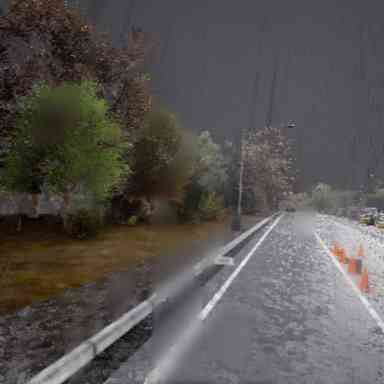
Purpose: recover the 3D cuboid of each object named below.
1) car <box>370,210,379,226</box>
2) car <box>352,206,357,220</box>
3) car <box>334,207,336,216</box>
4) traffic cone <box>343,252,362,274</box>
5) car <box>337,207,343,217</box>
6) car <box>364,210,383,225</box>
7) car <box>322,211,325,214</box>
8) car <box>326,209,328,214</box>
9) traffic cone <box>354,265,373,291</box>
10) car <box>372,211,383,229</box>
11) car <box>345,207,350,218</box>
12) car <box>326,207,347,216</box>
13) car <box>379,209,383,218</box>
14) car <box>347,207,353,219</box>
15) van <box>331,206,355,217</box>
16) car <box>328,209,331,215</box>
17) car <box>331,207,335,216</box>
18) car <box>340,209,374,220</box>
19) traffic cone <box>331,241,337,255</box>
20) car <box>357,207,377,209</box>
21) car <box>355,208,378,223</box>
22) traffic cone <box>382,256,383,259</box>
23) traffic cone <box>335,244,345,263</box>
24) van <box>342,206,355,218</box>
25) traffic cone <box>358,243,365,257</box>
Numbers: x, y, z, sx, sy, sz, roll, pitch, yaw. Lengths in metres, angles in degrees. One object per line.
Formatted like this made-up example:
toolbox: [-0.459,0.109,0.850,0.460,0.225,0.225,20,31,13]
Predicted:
car: [20.413,2.972,32.133,4.892,1.521,2.231,3,-1,17]
car: [23.613,3.166,42.766,4.553,1.767,2.185,3,-1,17]
car: [29.275,4.013,61.317,4.674,1.452,2.002,3,-2,17]
traffic cone: [5.227,2.353,10.871,0.340,0.580,0.340,3,-1,17]
car: [26.906,3.365,53.371,5.566,2.045,2.435,3,-1,17]
car: [21.209,3.052,34.792,4.892,1.521,2.231,3,-1,17]
car: [34.896,4.596,79.913,5.566,2.045,2.435,3,-2,17]
car: [33.299,4.638,74.588,4.674,1.452,2.002,3,-2,17]
traffic cone: [4.655,2.301,8.955,0.340,0.580,0.340,3,-1,17]
car: [19.423,2.879,29.535,5.366,1.575,1.946,3,-1,17]
car: [25.251,3.493,48.064,4.674,1.452,2.002,3,-1,17]
car: [35.749,4.851,82.542,4.553,1.767,2.185,3,-2,17]
car: [48.989,5.456,81.171,5.566,2.045,2.435,3,-2,17]
car: [24.439,3.373,45.412,5.008,1.535,2.097,3,-1,17]
van: [32.619,4.253,71.908,4.442,1.987,1.878,3,-2,17]
car: [31.695,4.348,69.280,5.008,1.535,2.097,3,-2,17]
car: [30.050,4.126,63.982,4.792,1.488,2.163,3,-2,17]
car: [27.690,3.754,55.996,4.792,1.488,2.163,3,-1,17]
traffic cone: [6.369,2.459,14.703,0.340,0.580,0.340,3,-1,17]
car: [22.806,3.085,40.111,4.553,1.767,2.185,3,-1,17]
car: [21.845,3.120,37.499,5.366,1.575,1.946,3,-1,17]
traffic cone: [8.279,2.553,14.131,0.340,0.580,0.340,3,-1,17]
traffic cone: [5.798,2.406,12.787,0.340,0.580,0.340,3,-1,17]
van: [25.959,3.303,50.758,4.442,1.987,1.878,3,-1,17]
traffic cone: [7.323,2.506,14.417,0.340,0.580,0.340,3,-1,17]
